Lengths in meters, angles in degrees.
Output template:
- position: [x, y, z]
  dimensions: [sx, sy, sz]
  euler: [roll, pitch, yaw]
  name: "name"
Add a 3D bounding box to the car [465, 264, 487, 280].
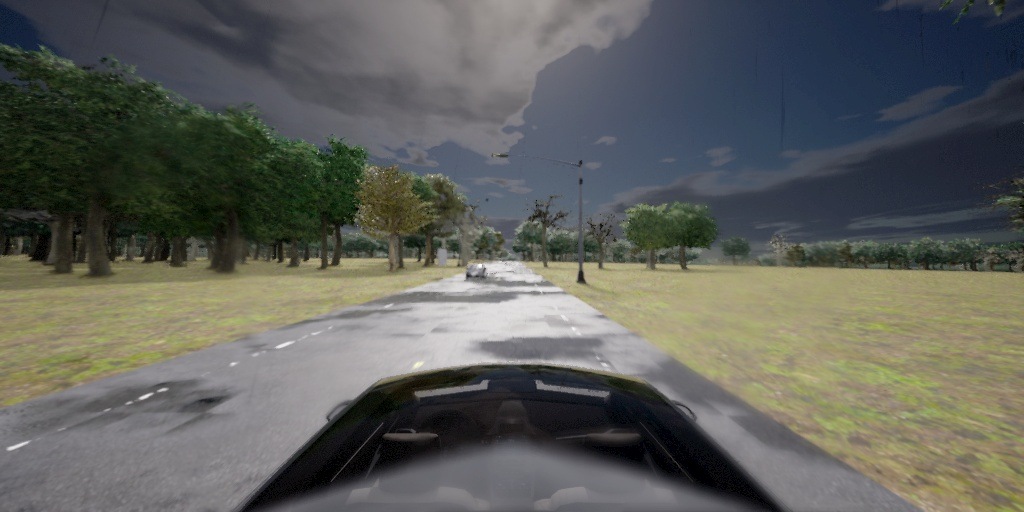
- position: [-3.490, 1.526, 35.661]
  dimensions: [2.128, 1.511, 4.902]
  euler: [0, 0, 0]
  name: "car"
